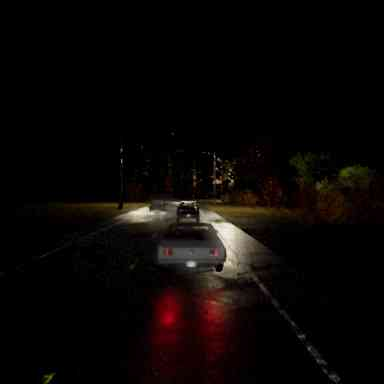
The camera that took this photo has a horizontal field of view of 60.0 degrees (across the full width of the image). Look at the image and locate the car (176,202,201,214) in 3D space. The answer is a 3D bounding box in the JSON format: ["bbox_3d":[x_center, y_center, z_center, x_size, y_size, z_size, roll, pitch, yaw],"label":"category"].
[{"bbox_3d":[-0.315,1.613,27.758,2.128,1.511,4.902,0,0,-1],"label":"car"}]

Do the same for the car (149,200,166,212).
[{"bbox_3d":[-4.241,1.728,41.809,2.033,1.411,5.357,0,0,-1],"label":"car"}]

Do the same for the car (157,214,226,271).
[{"bbox_3d":[-0.037,1.652,11.104,1.895,1.301,4.718,0,0,-1],"label":"car"}]
